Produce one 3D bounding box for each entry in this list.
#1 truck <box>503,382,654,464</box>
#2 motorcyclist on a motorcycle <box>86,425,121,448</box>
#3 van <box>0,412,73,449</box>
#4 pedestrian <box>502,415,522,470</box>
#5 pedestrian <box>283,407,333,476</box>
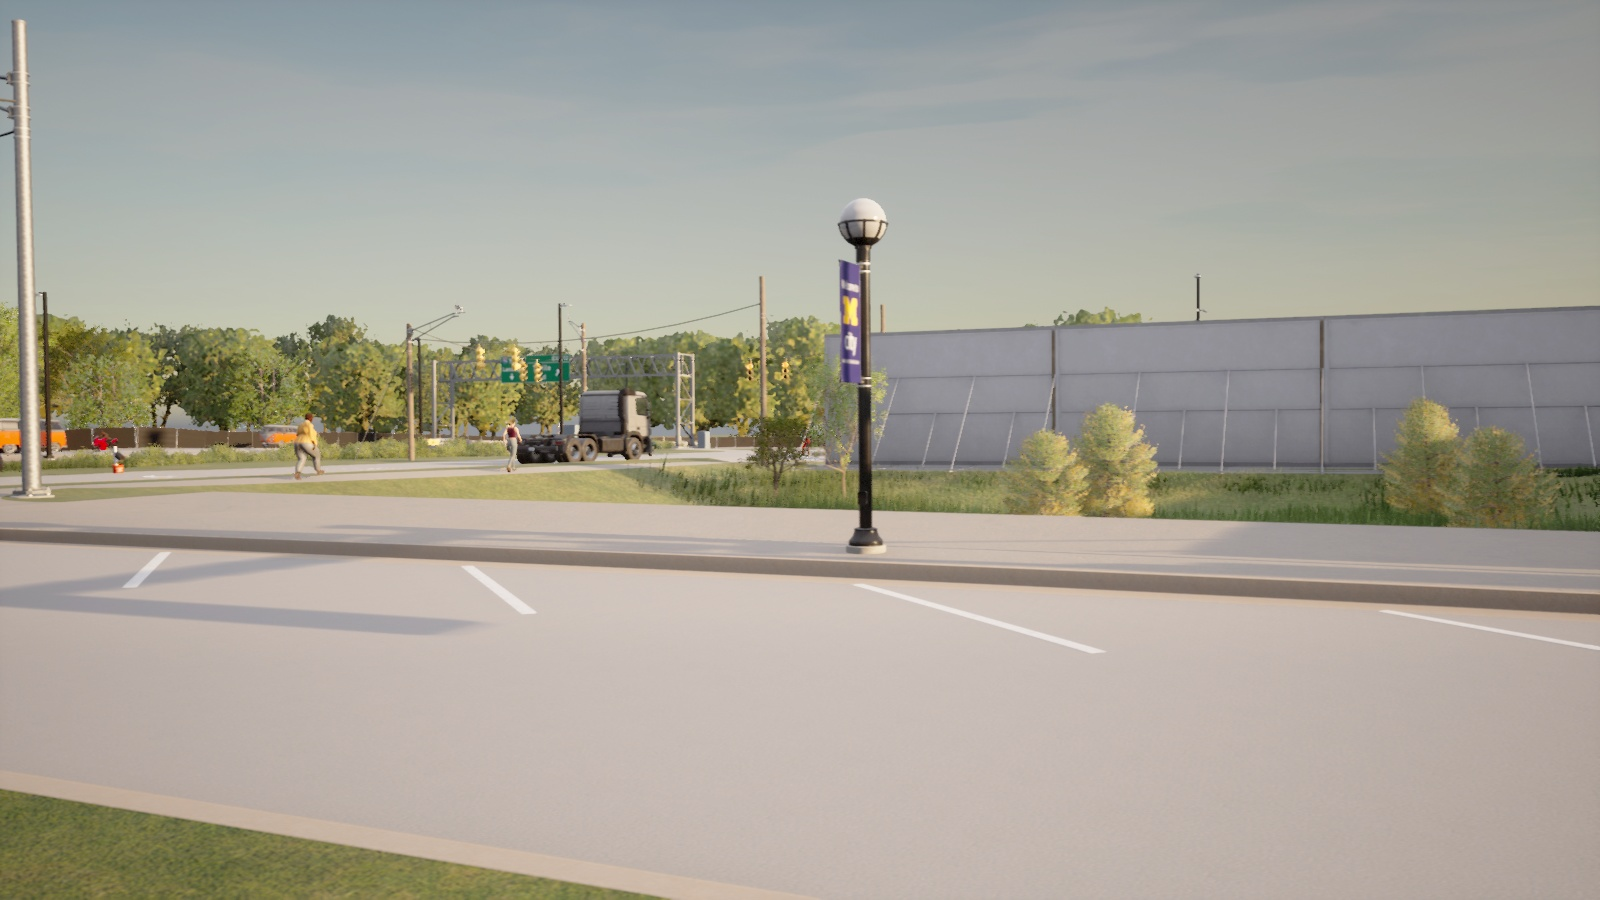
[{"bbox_3d":[-9.919,-1.202,57.254,2.891,3.462,7.936,0,1,24],"label":"truck"},{"bbox_3d":[-47.259,-0.932,85.235,0.797,1.523,2.044,0,0,23],"label":"motorcyclist on a motorcycle"},{"bbox_3d":[-42.654,-1.064,69.022,1.775,1.987,4.442,0,0,23],"label":"van"},{"bbox_3d":[-9.733,-0.264,42.480,0.345,1.836,0.594,0,2,23],"label":"pedestrian"},{"bbox_3d":[-13.378,-0.240,34.169,0.874,1.855,0.900,0,2,23],"label":"pedestrian"}]
